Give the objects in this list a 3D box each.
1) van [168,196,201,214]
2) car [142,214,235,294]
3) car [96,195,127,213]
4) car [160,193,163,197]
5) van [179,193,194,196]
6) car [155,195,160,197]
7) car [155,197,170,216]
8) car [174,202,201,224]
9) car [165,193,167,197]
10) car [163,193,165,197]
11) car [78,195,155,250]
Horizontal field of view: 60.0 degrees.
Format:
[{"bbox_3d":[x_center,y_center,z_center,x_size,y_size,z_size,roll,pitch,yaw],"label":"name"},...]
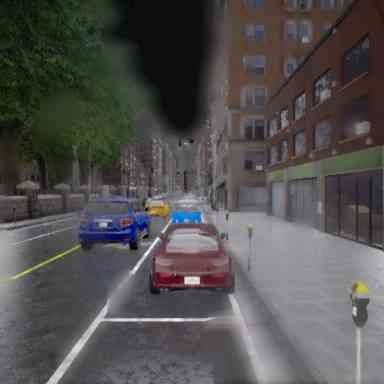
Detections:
[{"bbox_3d":[-0.290,1.333,19.998,1.690,1.788,3.998,0,0,0],"label":"van"},{"bbox_3d":[0.004,1.523,8.650,1.812,1.442,4.674,0,0,0],"label":"car"},{"bbox_3d":[-8.815,1.290,36.940,2.192,1.841,5.009,0,0,0],"label":"car"},{"bbox_3d":[-8.815,1.432,80.459,1.752,1.417,4.829,0,0,0],"label":"car"},{"bbox_3d":[-0.290,1.317,36.980,1.690,1.788,3.998,0,0,0],"label":"van"},{"bbox_3d":[-6.145,1.474,47.438,1.882,1.535,5.008,0,0,0],"label":"car"},{"bbox_3d":[-3.145,1.470,29.439,1.882,1.535,5.008,0,0,0],"label":"car"},{"bbox_3d":[-0.290,1.532,25.659,1.887,1.381,4.507,0,0,0],"label":"car"},{"bbox_3d":[-8.815,1.438,91.530,1.887,1.381,4.507,0,0,0],"label":"car"},{"bbox_3d":[-8.815,1.450,86.079,2.008,1.369,4.403,0,0,0],"label":"car"},{"bbox_3d":[-3.145,1.254,14.468,2.150,2.045,5.566,0,0,0],"label":"car"}]
